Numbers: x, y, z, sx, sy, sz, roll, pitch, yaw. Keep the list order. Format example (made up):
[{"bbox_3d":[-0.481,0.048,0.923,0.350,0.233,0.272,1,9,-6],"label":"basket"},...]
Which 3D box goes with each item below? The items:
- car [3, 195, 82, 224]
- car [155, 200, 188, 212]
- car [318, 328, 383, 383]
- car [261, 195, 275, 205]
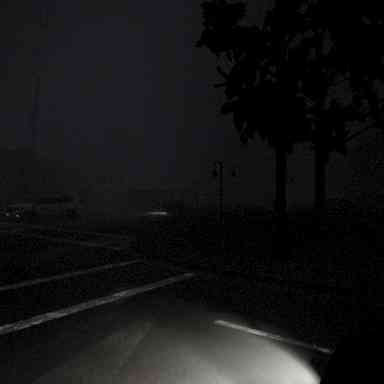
[{"bbox_3d":[-11.136,1.235,25.307,2.150,2.045,5.566,0,0,37],"label":"car"},{"bbox_3d":[-2.330,1.564,38.091,1.994,1.385,4.181,0,0,34],"label":"car"},{"bbox_3d":[2.887,1.564,1.913,4.181,1.385,1.994,0,0,36],"label":"car"},{"bbox_3d":[13.853,1.347,60.774,2.097,1.767,4.553,0,0,7],"label":"car"}]
